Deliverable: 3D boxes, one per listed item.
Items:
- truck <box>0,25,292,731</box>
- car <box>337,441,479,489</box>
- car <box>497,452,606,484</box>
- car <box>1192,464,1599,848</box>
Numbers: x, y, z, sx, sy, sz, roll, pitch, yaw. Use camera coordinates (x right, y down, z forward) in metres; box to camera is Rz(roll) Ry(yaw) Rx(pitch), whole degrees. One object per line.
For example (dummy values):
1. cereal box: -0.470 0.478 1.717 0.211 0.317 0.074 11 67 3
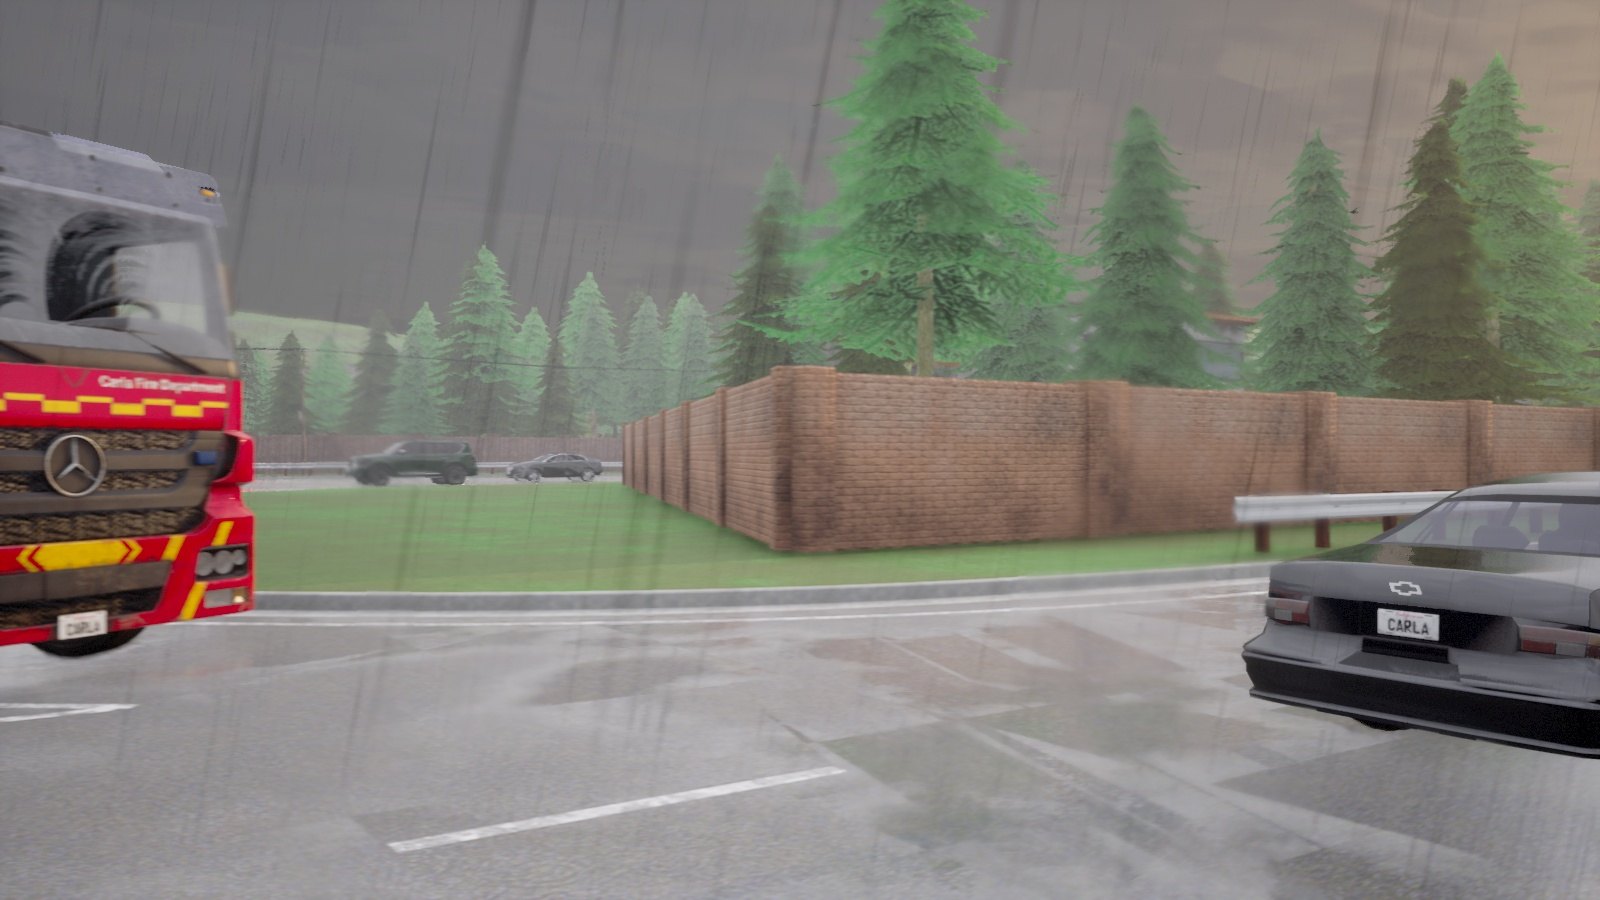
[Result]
1. truck: -7.949 -0.381 9.093 8.468 3.827 2.891 0 0 25
2. car: -17.198 0.635 55.274 5.566 2.045 2.150 0 0 -35
3. car: -12.408 0.881 62.898 4.902 1.511 2.128 0 0 -35
4. car: 4.736 0.799 6.955 5.357 1.411 2.033 0 0 -35
